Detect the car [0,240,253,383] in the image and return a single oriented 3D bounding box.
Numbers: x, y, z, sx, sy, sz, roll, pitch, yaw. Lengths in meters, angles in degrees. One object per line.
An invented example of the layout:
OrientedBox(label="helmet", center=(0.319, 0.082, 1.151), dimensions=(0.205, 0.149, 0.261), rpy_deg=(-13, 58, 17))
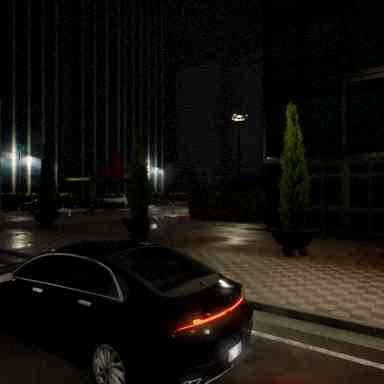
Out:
OrientedBox(label="car", center=(-1.496, 1.505, 5.070), dimensions=(4.892, 1.490, 1.837), rpy_deg=(0, 0, 36))

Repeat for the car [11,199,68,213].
OrientedBox(label="car", center=(-17.080, 1.491, 37.459), dimensions=(2.128, 1.511, 4.902), rpy_deg=(0, 0, 35))

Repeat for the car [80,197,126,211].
OrientedBox(label="car", center=(-10.682, 1.601, 40.127), dimensions=(1.895, 1.301, 4.718), rpy_deg=(0, 0, 35))

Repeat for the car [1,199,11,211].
OrientedBox(label="car", center=(-21.028, 1.547, 37.921), dimensions=(2.033, 1.411, 5.357), rpy_deg=(0, 0, 35))

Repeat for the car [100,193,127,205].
OrientedBox(label="car", center=(-11.363, 1.221, 45.597), dimensions=(2.150, 2.045, 5.566), rpy_deg=(0, 0, 35))

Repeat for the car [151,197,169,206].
OrientedBox(label="car", center=(-5.562, 1.564, 53.835), dimensions=(1.994, 1.385, 4.181), rpy_deg=(0, 0, 35))

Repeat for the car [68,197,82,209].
OrientedBox(label="car", center=(-15.381, 1.505, 45.966), dimensions=(1.837, 1.490, 4.892), rpy_deg=(0, 0, 35))
